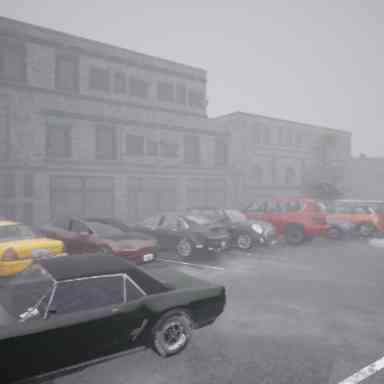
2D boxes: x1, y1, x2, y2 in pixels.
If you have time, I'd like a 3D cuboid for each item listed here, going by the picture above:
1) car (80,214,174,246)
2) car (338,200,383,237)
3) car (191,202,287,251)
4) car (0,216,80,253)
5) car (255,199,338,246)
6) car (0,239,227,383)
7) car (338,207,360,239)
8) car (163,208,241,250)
[{"bbox_3d":[-3.264,1.554,11.227,4.792,1.488,2.163,-1,-1,35],"label":"car"},{"bbox_3d":[8.668,1.566,19.759,4.553,1.767,2.185,-1,-1,34],"label":"car"},{"bbox_3d":[1.464,1.462,14.688,4.553,1.767,2.185,-1,-1,34],"label":"car"},{"bbox_3d":[-5.829,1.493,9.648,5.366,1.575,1.946,-1,-1,34],"label":"car"},{"bbox_3d":[3.847,1.370,16.383,5.566,2.045,2.435,-1,-1,34],"label":"car"},{"bbox_3d":[-1.871,1.611,4.501,4.718,1.301,1.895,1,0,-36],"label":"car"},{"bbox_3d":[6.259,1.696,18.074,4.674,1.452,2.002,-1,-2,34],"label":"car"},{"bbox_3d":[-0.897,1.557,12.949,4.892,1.521,2.231,-1,-1,34],"label":"car"}]
